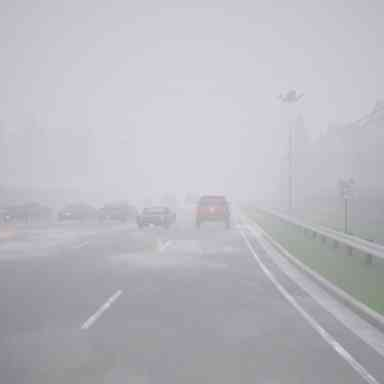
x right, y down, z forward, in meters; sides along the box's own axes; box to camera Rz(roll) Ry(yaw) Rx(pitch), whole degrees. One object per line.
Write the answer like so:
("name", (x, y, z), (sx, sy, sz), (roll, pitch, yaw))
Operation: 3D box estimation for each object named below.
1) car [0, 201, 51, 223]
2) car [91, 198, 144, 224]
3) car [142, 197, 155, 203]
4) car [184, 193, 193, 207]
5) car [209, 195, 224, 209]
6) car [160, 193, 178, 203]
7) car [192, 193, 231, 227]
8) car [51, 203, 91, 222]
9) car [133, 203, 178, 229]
("car", (-12.382, 1.480, 25.270), (1.837, 1.490, 4.892), (0, 0, 5))
("car", (-5.400, 1.477, 24.768), (2.128, 1.511, 4.902), (0, 0, 5))
("car", (-6.887, 1.471, 51.152), (2.128, 1.511, 4.902), (0, 0, 5))
("car", (0.067, 1.211, 50.318), (2.150, 2.045, 5.566), (0, 0, 5))
("car", (3.414, 1.347, 46.990), (2.097, 1.767, 4.553), (0, 0, 4))
("car", (-3.420, 1.206, 50.610), (2.150, 2.045, 5.566), (0, 0, 5))
("car", (1.468, 1.219, 22.844), (2.150, 2.045, 5.566), (0, 0, 5))
("car", (-8.809, 1.544, 26.029), (1.994, 1.385, 4.181), (0, 0, 5))
("car", (-2.153, 1.593, 21.485), (1.895, 1.301, 4.718), (0, 0, 5))
